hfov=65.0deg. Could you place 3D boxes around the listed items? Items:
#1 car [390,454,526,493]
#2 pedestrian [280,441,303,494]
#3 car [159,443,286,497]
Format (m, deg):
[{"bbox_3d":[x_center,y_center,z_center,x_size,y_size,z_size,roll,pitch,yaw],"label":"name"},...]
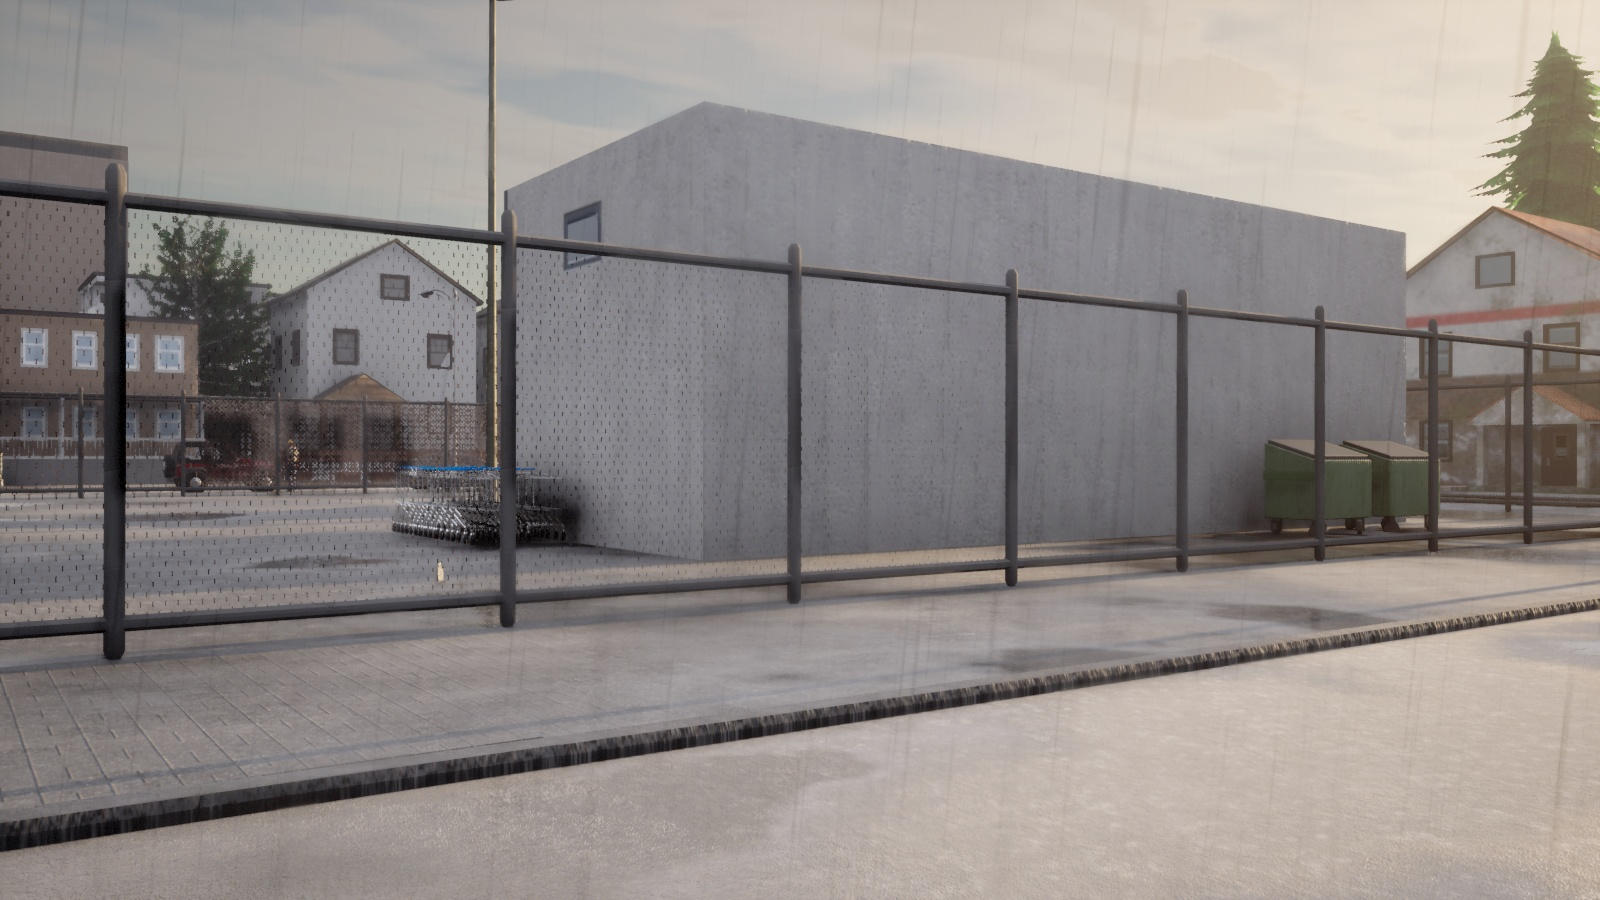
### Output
[{"bbox_3d":[-13.605,0.901,50.073,4.892,1.490,1.837,0,0,-33],"label":"car"},{"bbox_3d":[-17.730,0.593,43.808,0.706,1.836,0.354,0,0,26],"label":"pedestrian"},{"bbox_3d":[-20.718,0.695,45.078,3.866,1.878,1.905,0,0,-34],"label":"car"}]
